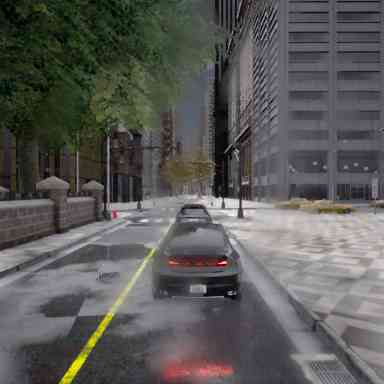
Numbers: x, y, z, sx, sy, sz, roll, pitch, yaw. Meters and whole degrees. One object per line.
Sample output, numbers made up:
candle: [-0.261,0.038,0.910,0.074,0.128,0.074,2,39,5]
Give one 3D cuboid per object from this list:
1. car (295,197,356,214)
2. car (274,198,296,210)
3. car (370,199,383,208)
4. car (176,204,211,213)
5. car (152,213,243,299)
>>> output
car: [12.399,1.341,30.496,4.829,1.417,1.752,-1,1,0]
car: [12.095,1.329,39.022,4.829,1.417,1.752,-1,1,0]
car: [23.436,1.144,38.962,4.829,1.417,1.752,-1,1,0]
car: [0.094,1.440,18.565,2.033,1.649,4.856,0,0,0]
car: [0.111,1.508,8.435,1.837,1.490,4.892,0,0,0]
